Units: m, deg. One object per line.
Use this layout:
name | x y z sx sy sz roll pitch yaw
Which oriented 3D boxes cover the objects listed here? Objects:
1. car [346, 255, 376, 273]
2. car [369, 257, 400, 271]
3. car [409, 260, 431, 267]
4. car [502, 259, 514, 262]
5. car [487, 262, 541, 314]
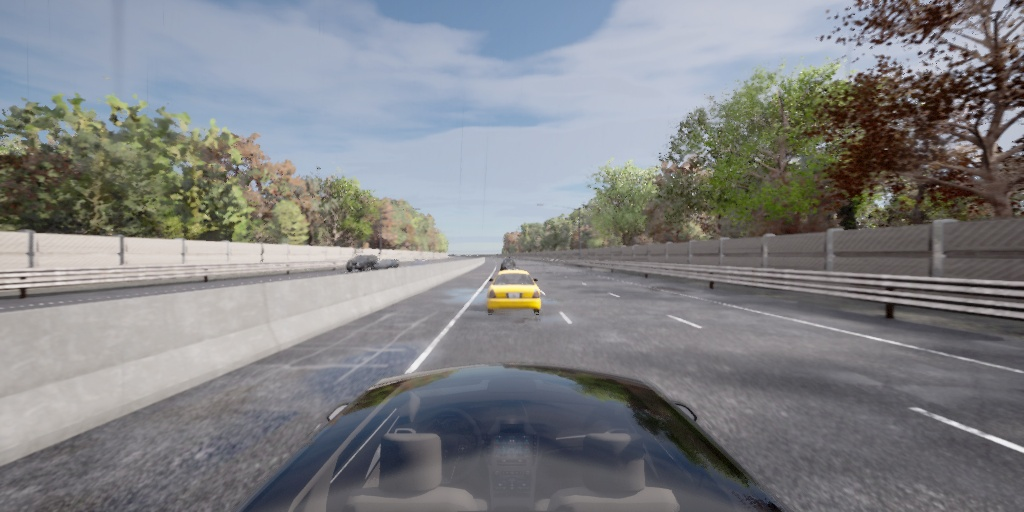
car | -18.095 0.908 43.645 2.150 2.045 5.566 0 0 -1
car | -14.560 1.165 41.848 1.882 1.535 5.008 0 0 -1
car | -11.101 1.232 43.945 2.033 1.411 5.357 0 0 -1
car | -0.486 1.113 46.307 2.033 1.649 4.856 0 0 -1
car | 0.048 1.188 13.581 1.801 1.575 5.366 0 0 0
